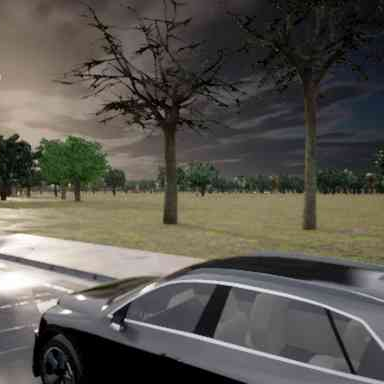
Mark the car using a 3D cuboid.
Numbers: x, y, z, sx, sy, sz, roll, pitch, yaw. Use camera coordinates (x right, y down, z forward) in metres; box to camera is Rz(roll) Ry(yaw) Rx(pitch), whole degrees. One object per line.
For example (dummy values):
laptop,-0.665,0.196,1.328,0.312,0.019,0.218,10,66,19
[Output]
car,0.402,1.437,3.286,4.856,1.649,2.033,0,0,36
